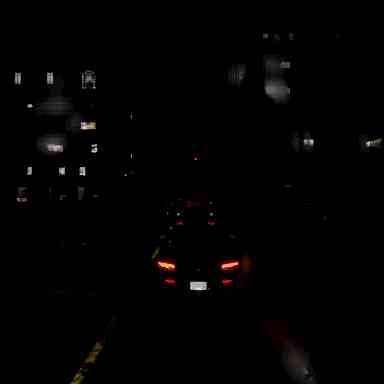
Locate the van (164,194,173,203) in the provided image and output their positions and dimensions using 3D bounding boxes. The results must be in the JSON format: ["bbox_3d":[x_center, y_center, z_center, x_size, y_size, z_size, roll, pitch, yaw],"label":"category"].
[{"bbox_3d":[-5.066,1.312,71.563,1.690,1.788,3.998,0,0,0],"label":"van"}]

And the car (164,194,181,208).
[{"bbox_3d":[-2.635,1.492,49.206,1.837,1.490,4.892,0,0,2],"label":"car"}]

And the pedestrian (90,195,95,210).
[{"bbox_3d":[-12.013,1.280,40.130,0.375,1.860,0.375,0,1,1],"label":"pedestrian"}]

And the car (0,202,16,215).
[{"bbox_3d":[-22.334,1.843,37.295,4.206,1.307,1.802,-1,1,1],"label":"car"}]

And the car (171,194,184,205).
[{"bbox_3d":[-2.621,1.333,59.430,2.097,1.767,4.553,0,0,1],"label":"car"}]

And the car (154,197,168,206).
[{"bbox_3d":[-5.124,1.528,54.907,1.887,1.381,4.507,0,0,0],"label":"car"}]

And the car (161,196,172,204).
[{"bbox_3d":[-5.086,1.520,66.011,1.887,1.381,4.507,0,0,0],"label":"car"}]

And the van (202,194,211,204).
[{"bbox_3d":[2.795,1.317,65.984,1.690,1.788,3.998,0,0,0],"label":"van"}]

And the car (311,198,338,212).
[{"bbox_3d":[15.222,1.339,34.417,5.357,1.411,2.033,-1,0,1],"label":"car"}]

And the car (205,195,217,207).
[{"bbox_3d":[2.736,1.553,49.328,1.947,1.339,4.313,0,0,0],"label":"car"}]

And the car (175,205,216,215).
[{"bbox_3d":[0.152,1.562,17.054,1.994,1.385,4.181,0,0,0],"label":"car"}]

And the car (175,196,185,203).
[{"bbox_3d":[-2.510,1.497,69.688,1.812,1.442,4.674,0,0,0],"label":"car"}]

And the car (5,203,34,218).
[{"bbox_3d":[-17.316,1.754,31.826,4.181,1.385,1.994,-1,0,1],"label":"car"}]

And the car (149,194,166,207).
[{"bbox_3d":[-5.143,1.302,49.355,2.192,1.841,5.009,0,0,0],"label":"car"}]

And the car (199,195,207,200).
[{"bbox_3d":[2.871,1.508,88.193,2.008,1.369,4.403,0,0,0],"label":"car"}]

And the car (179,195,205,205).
[{"bbox_3d":[0.090,1.469,43.051,1.882,1.535,5.008,1,0,9],"label":"car"}]

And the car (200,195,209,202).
[{"bbox_3d":[2.833,1.407,77.088,1.967,1.590,4.097,0,0,0],"label":"car"}]

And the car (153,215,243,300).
[{"bbox_3d":[0.130,1.525,8.294,1.812,1.442,4.674,0,0,0],"label":"car"}]
